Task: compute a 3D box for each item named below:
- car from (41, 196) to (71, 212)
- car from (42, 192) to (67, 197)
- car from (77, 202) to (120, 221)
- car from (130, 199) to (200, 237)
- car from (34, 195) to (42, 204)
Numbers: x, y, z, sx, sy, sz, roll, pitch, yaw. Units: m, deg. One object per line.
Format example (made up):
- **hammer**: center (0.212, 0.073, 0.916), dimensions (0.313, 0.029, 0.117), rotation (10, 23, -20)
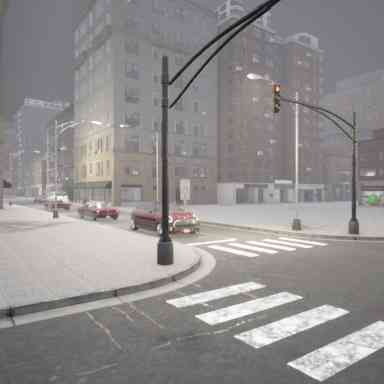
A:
- **car**: center (-14.765, 1.422, 36.383), dimensions (1.895, 1.301, 4.718), rotation (0, 0, -35)
- **car**: center (-19.536, 0.989, 48.131), dimensions (2.150, 2.045, 5.566), rotation (0, 0, -36)
- **car**: center (-7.385, 1.481, 26.027), dimensions (1.895, 1.301, 4.718), rotation (0, 0, -35)
- **car**: center (-1.547, 1.280, 17.879), dimensions (2.097, 1.767, 4.553), rotation (0, 0, -36)
- **car**: center (-25.515, 1.270, 56.491), dimensions (2.033, 1.411, 5.357), rotation (0, 0, -35)
